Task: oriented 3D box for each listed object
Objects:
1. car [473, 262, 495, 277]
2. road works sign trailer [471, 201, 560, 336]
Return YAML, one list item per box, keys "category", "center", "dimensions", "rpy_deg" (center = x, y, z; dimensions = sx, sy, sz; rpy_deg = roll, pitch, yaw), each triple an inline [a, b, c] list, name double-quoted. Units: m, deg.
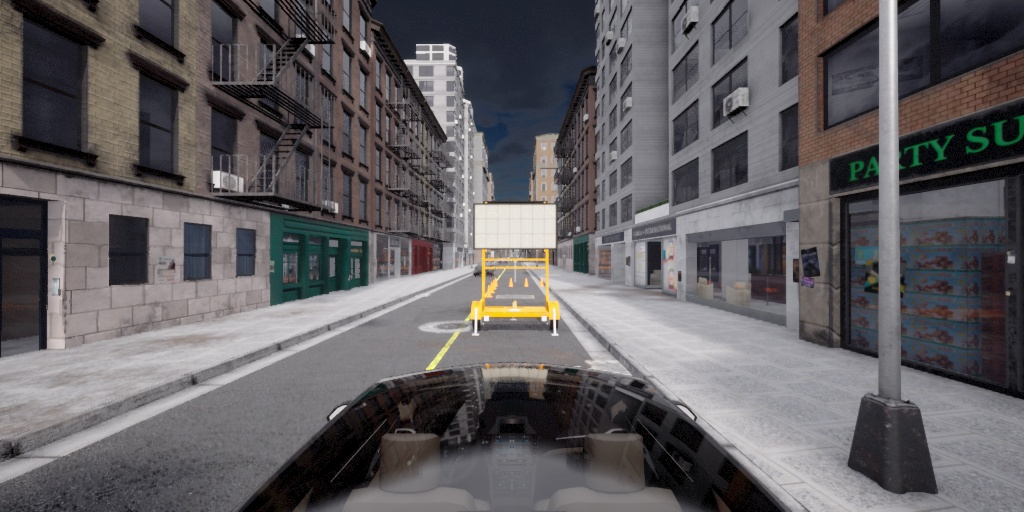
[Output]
- category: "car"
  center: [-2.678, 1.290, 35.402]
  dimensions: [2.033, 1.411, 5.357]
  rpy_deg: [0, 0, 1]
- category: "road works sign trailer"
  center: [0.098, 0.214, 10.428]
  dimensions: [2.380, 3.560, 2.880]
  rpy_deg: [0, 0, 1]
